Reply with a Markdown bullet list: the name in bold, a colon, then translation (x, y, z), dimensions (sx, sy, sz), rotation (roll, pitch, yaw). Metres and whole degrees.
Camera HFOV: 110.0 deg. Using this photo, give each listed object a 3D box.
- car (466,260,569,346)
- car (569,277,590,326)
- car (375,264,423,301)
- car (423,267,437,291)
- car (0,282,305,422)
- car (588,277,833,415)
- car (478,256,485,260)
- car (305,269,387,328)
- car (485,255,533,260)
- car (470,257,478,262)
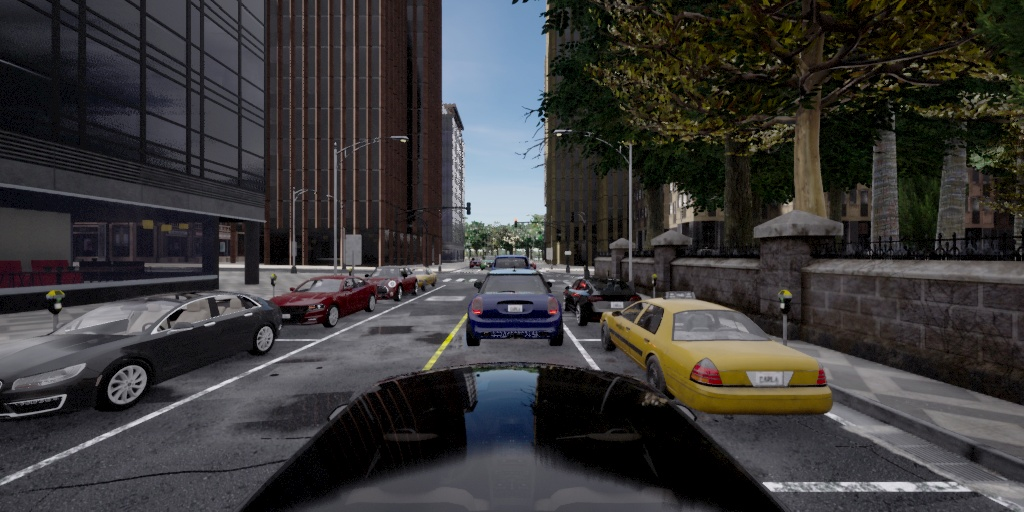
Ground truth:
- **car**: translation (0.036, 1.102, 9.539), dimensions (2.097, 1.767, 4.553), rotation (0, 0, -1)
- **car**: translation (2.740, 1.316, 11.437), dimensions (1.948, 1.339, 4.313), rotation (0, 0, 0)
- **car**: translation (-5.797, 1.190, 16.873), dimensions (1.967, 1.591, 4.097), rotation (0, 0, 0)
- **car**: translation (-5.809, 1.277, 22.160), dimensions (1.751, 1.417, 4.829), rotation (0, 0, 0)
- **car**: translation (-5.772, 1.300, 5.959), dimensions (2.007, 1.370, 4.403), rotation (0, 0, 0)
- **car**: translation (2.752, 1.275, 6.151), dimensions (1.751, 1.417, 4.829), rotation (0, 0, 0)
- **car**: translation (-3.214, 0.982, 51.214), dimensions (2.150, 2.045, 5.566), rotation (0, 0, -1)
- **car**: translation (-5.785, 1.295, 11.416), dimensions (1.888, 1.381, 4.507), rotation (0, 0, 0)
- **car**: translation (-0.034, 0.973, 18.973), dimensions (2.150, 2.045, 5.566), rotation (0, 0, 0)
- **car**: translation (-5.894, 1.079, 59.738), dimensions (2.192, 1.841, 5.009), rotation (0, 0, 0)
